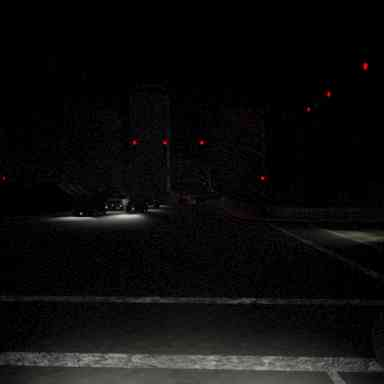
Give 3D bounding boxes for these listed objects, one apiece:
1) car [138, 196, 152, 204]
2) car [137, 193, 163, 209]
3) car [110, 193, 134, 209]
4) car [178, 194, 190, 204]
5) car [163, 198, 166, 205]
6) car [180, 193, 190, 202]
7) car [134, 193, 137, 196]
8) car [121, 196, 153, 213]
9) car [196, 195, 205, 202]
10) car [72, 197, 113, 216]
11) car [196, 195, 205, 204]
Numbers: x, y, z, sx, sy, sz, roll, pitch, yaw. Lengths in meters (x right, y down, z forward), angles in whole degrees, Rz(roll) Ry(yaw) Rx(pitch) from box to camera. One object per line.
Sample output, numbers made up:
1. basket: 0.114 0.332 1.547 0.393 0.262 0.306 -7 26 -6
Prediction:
1. car: -8.908 1.526 63.384 1.812 1.442 4.674 0 0 2
2. car: -5.853 1.221 46.752 2.150 2.045 5.566 0 0 1
3. car: -9.454 1.221 42.662 2.150 2.045 5.566 0 0 1
4. car: -1.790 1.564 66.021 1.994 1.385 4.181 0 0 1
5. car: -5.590 1.547 57.108 2.033 1.411 5.357 0 0 2
6. car: -1.584 1.182 74.582 2.097 1.767 4.553 0 0 1
7. car: -9.195 1.221 53.026 2.150 2.045 5.566 0 0 1
8. car: -6.086 1.491 37.181 2.128 1.511 4.902 0 0 1
9. car: 1.915 1.352 74.527 2.128 1.511 4.902 0 0 1
10. car: -9.769 1.547 32.482 2.033 1.411 5.357 0 0 4
11. car: 1.694 1.505 65.310 1.837 1.490 4.892 0 0 1
